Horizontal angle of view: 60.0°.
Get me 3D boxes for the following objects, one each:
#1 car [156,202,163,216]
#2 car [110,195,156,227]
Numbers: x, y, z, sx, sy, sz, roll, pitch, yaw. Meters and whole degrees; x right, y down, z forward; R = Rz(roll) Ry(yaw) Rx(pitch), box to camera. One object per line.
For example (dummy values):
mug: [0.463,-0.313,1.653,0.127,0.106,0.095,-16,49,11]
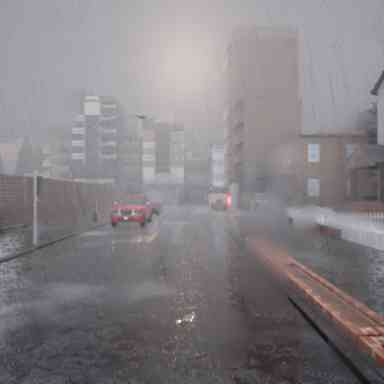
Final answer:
car: [-4.080,1.643,33.576,1.895,1.301,4.718,0,0,0]
car: [-4.097,1.251,23.377,2.150,2.045,5.566,0,0,0]
